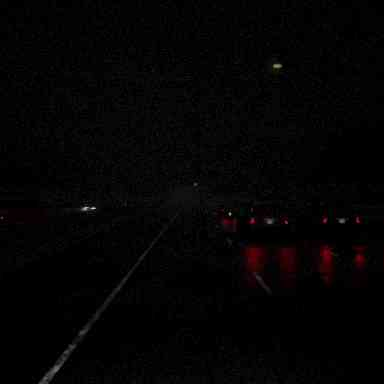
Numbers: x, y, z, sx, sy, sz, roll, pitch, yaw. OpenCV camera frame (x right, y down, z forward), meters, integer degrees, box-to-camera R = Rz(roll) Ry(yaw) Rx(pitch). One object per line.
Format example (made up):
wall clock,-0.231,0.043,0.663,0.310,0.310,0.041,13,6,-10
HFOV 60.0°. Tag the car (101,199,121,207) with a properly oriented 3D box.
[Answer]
car,-14.009,2.042,59.545,2.033,1.411,5.357,0,-1,1

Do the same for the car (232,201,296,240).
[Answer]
car,3.605,1.433,17.518,2.097,1.767,4.553,0,0,0

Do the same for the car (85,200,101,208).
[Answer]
car,-17.511,2.095,59.510,1.895,1.301,4.718,0,-1,1

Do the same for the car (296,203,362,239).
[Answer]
car,7.104,1.434,17.864,2.097,1.767,4.553,0,0,0

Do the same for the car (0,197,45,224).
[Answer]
car,-10.592,1.315,19.307,2.150,2.045,5.566,0,0,0

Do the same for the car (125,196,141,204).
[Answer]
car,-10.517,1.724,59.926,2.150,2.045,5.566,0,-1,1

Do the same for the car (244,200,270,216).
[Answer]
car,7.102,1.717,36.665,1.882,1.535,5.008,0,-1,0

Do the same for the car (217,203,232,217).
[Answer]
car,3.611,1.816,33.875,1.895,1.301,4.718,0,0,0
